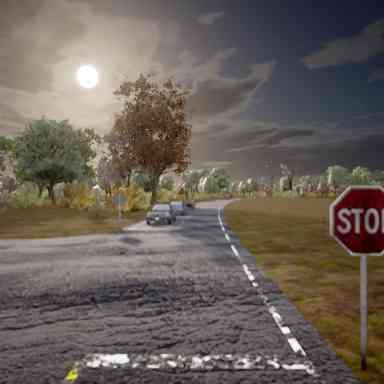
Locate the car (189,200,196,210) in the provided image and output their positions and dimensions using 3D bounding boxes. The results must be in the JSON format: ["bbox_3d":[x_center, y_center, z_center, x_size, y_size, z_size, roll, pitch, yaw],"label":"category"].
[{"bbox_3d":[-0.517,1.881,48.988,1.895,1.301,4.718,0,0,6],"label":"car"}]

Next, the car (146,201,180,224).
[{"bbox_3d":[-2.337,1.677,26.174,1.812,1.442,4.674,0,0,4],"label":"car"}]

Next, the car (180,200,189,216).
[{"bbox_3d":[-1.670,1.733,35.991,1.812,1.442,4.674,0,0,5],"label":"car"}]
